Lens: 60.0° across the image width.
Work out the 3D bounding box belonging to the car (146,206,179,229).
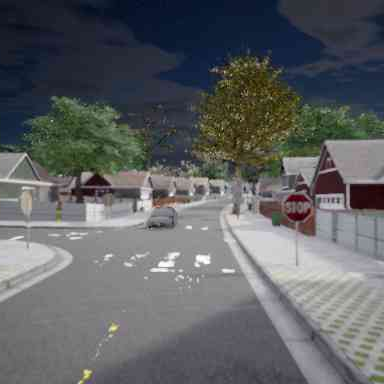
[{"bbox_3d":[-2.006,1.825,23.729,1.837,1.490,4.892,0,1,3],"label":"car"}]
